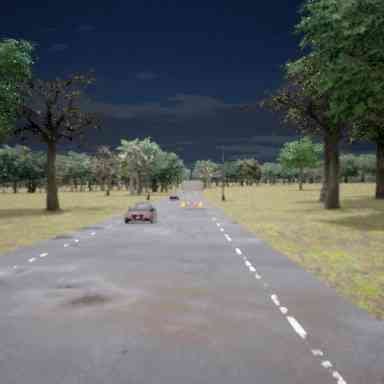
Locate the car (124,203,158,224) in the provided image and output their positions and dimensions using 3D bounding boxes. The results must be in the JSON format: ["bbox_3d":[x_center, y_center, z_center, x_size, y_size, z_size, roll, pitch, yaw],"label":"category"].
[{"bbox_3d":[-3.601,1.490,24.046,1.994,1.385,4.181,0,0,0],"label":"car"}]

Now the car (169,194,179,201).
[{"bbox_3d":[-3.520,1.089,65.826,1.895,1.301,4.718,0,1,0],"label":"car"}]

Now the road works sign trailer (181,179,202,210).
[{"bbox_3d":[-0.008,0.271,39.099,2.380,3.560,2.880,0,1,0],"label":"road works sign trailer"}]
